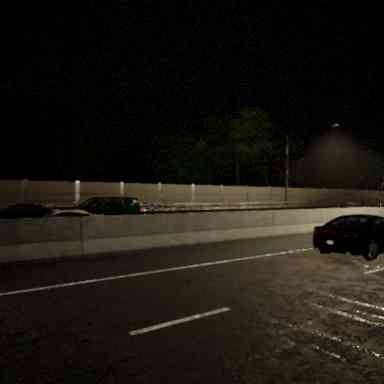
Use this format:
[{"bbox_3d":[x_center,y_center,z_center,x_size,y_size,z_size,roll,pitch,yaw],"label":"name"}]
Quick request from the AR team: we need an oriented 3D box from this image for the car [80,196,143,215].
[{"bbox_3d":[-5.848,1.295,21.322,5.566,2.045,2.150,1,0,-36],"label":"car"}]

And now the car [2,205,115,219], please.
[{"bbox_3d":[-6.537,1.566,16.530,4.674,1.442,1.812,1,0,-36],"label":"car"}]

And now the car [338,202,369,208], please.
[{"bbox_3d":[22.253,2.020,45.662,5.357,1.411,2.033,1,0,-35],"label":"car"}]

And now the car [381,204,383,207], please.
[{"bbox_3d":[27.243,2.022,44.913,4.892,1.490,1.837,1,-1,-35],"label":"car"}]

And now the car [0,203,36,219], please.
[{"bbox_3d":[-11.298,1.509,21.730,5.008,1.535,1.882,1,-1,-36],"label":"car"}]

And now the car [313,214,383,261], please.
[{"bbox_3d":[6.765,1.605,12.878,5.008,1.535,1.882,1,0,-36],"label":"car"}]
